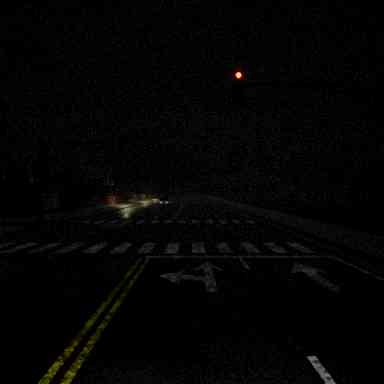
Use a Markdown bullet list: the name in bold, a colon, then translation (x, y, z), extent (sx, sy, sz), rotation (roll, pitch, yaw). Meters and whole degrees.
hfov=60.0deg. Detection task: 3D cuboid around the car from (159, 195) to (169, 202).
- **car**: translation (-6.360, 1.495, 76.079), extent (2.033, 1.411, 5.357), rotation (0, 0, 0)
